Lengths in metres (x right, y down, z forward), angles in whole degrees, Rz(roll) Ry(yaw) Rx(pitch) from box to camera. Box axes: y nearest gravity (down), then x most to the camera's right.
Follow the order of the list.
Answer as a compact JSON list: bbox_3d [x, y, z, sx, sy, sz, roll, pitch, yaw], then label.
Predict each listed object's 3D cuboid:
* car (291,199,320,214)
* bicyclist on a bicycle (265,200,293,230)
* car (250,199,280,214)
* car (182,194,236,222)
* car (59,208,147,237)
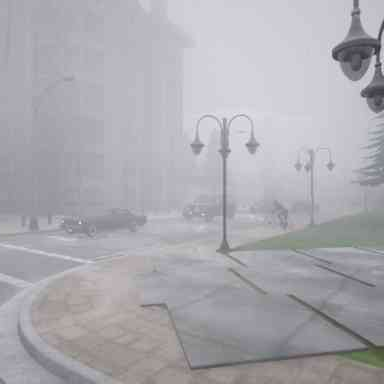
[{"bbox_3d":[11.924,1.475,34.753,2.128,1.511,4.902,0,0,36],"label":"car"},{"bbox_3d":[4.826,1.285,18.590,1.656,1.620,0.582,0,0,36],"label":"bicyclist on a bicycle"},{"bbox_3d":[7.861,1.476,35.437,2.128,1.511,4.902,0,0,36],"label":"car"},{"bbox_3d":[1.543,1.205,26.789,2.150,2.045,5.566,0,0,36],"label":"car"},{"bbox_3d":[-4.722,1.585,18.197,1.895,1.301,4.718,0,0,36],"label":"car"}]
